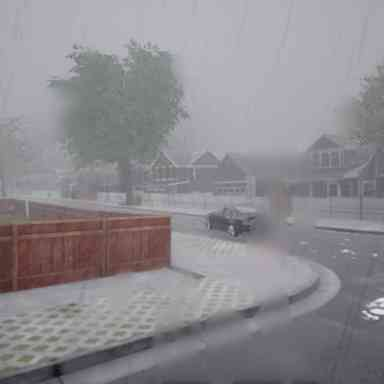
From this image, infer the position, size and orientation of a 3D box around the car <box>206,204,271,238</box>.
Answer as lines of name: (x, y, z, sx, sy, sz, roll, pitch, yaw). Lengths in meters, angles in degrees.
car: (2.289, 1.420, 17.689, 1.837, 1.490, 4.892, -3, 2, -20)
